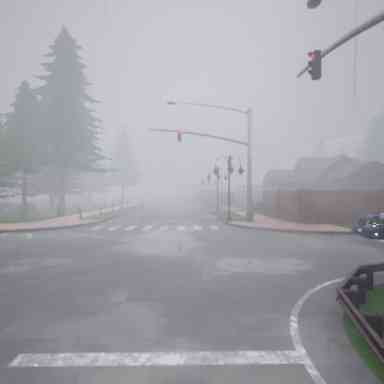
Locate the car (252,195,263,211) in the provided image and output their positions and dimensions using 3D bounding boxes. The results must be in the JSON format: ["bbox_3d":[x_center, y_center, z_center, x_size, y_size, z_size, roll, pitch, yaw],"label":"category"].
[{"bbox_3d":[8.820,1.171,36.375,4.605,1.855,1.932,0,0,-1],"label":"car"}]

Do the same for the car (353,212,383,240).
[{"bbox_3d":[10.262,1.278,14.836,5.566,2.045,2.150,-1,0,1],"label":"car"}]
